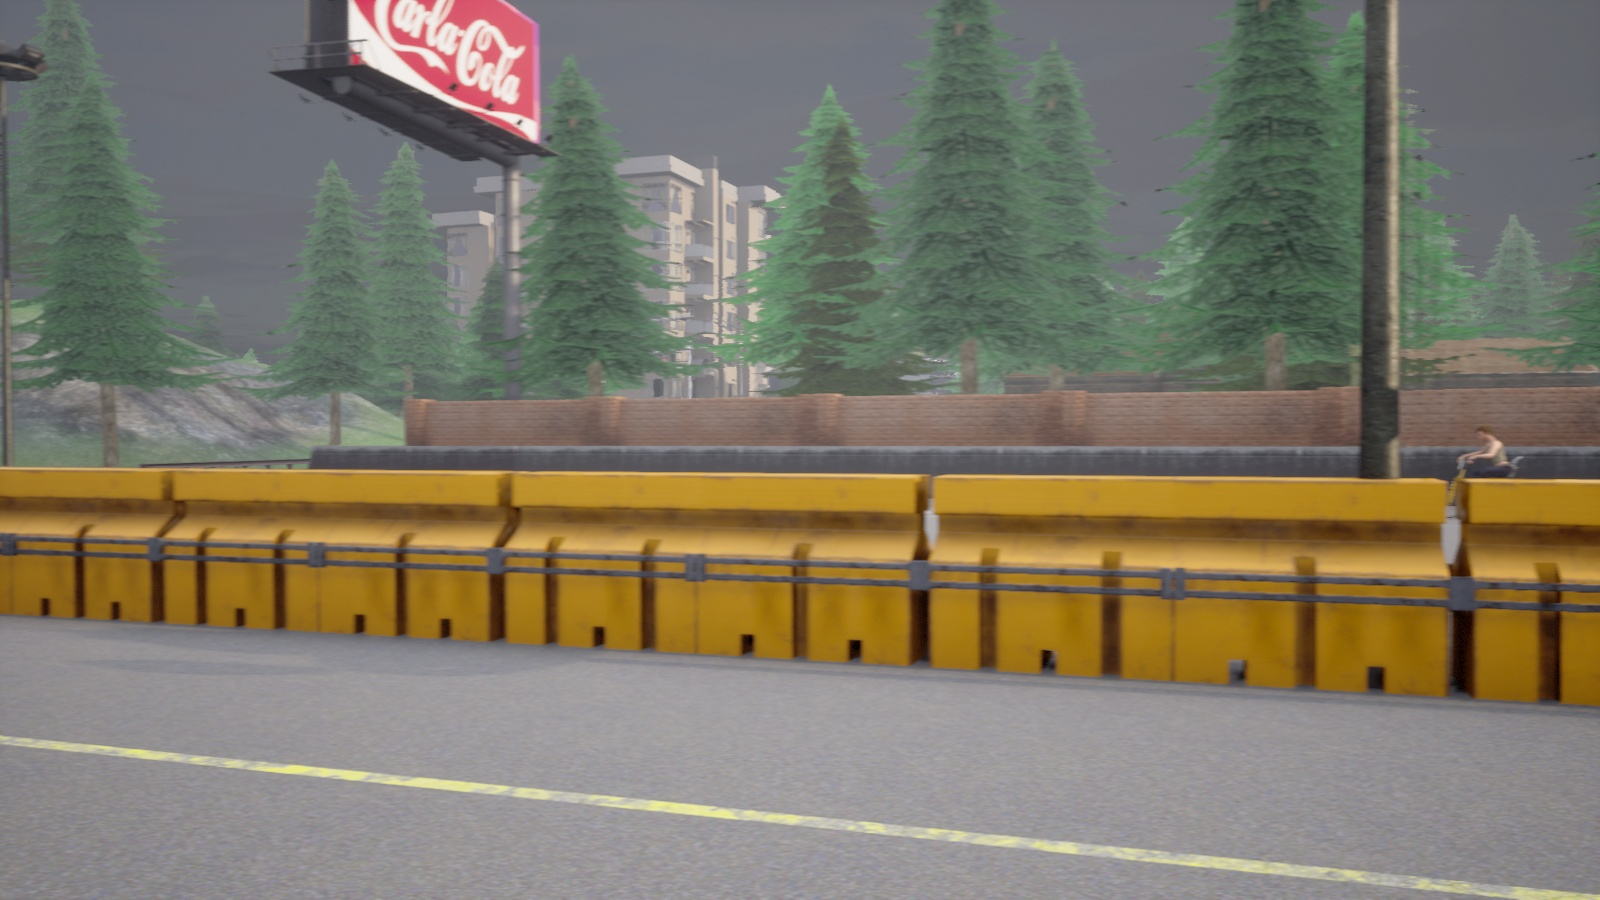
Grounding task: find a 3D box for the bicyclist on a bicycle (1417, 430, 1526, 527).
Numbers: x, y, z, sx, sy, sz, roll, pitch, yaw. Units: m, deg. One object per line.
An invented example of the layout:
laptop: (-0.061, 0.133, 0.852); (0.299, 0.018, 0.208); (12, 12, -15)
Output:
bicyclist on a bicycle: (11.464, 0.462, 21.496); (1.509, 1.612, 0.866); (0, 1, 18)
